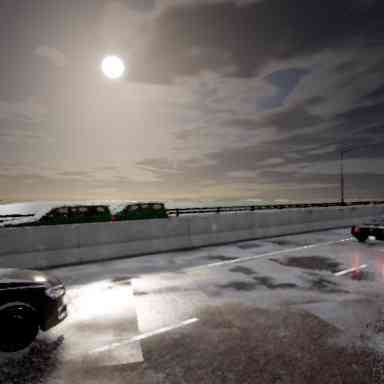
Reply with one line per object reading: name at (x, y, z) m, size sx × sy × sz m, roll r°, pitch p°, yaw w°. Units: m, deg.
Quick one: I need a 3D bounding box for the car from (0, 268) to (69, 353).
car at (-4.344, 1.658, 4.698) m, size 4.902 × 1.511 × 2.128 m, roll 0°, pitch -1°, yaw -40°

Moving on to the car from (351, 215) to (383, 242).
car at (9.826, 1.790, 16.415) m, size 4.718 × 1.301 × 1.895 m, roll 0°, pitch -1°, yaw -39°

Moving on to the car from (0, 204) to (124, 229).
car at (-6.584, 1.662, 16.754) m, size 5.566 × 2.045 × 2.150 m, roll 0°, pitch -1°, yaw -40°

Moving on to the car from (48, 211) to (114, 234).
car at (-8.126, 2.183, 24.547) m, size 4.181 × 1.385 × 1.994 m, roll 0°, pitch -1°, yaw -40°

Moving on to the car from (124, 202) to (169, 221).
car at (-4.179, 1.757, 23.284) m, size 5.566 × 2.045 × 2.150 m, roll 0°, pitch -1°, yaw -40°
